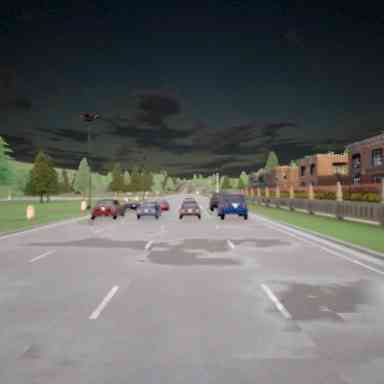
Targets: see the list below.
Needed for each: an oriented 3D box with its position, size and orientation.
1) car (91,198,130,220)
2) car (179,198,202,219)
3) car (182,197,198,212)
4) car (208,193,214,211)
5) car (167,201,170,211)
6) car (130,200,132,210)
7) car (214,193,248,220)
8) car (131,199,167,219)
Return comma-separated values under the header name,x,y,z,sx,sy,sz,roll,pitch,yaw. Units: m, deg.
name,x,y,z,sx,sy,sz,roll,pitch,yaw
car,-7.153,1.377,28.942,2.097,1.767,4.553,0,0,0
car,-0.151,1.531,28.676,2.033,1.411,5.357,0,0,0
car,-0.277,1.484,40.636,1.837,1.490,4.892,0,1,0
car,3.218,1.180,39.723,2.150,2.045,5.566,0,0,0
car,-3.775,1.563,40.679,1.994,1.385,4.181,0,0,0
car,-7.277,1.621,40.555,1.895,1.301,4.718,0,0,0
car,3.345,1.184,28.052,2.150,2.045,5.566,0,0,0
car,-3.650,1.552,29.024,2.033,1.411,5.357,0,0,0
